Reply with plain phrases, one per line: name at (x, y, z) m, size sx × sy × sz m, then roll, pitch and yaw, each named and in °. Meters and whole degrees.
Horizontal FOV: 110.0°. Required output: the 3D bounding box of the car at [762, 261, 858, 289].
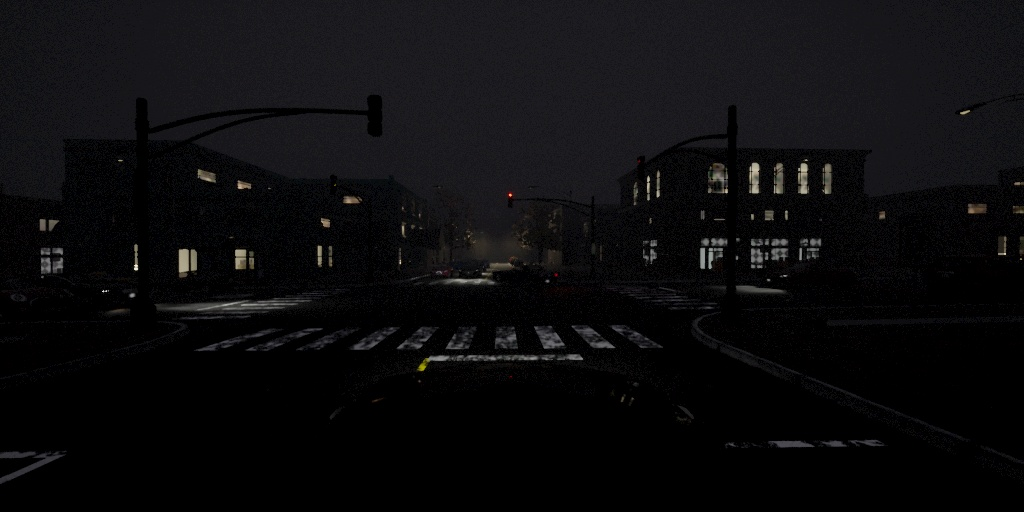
car at (16.614, 1.035, 20.053) m, size 4.674 × 1.442 × 1.812 m, roll -1°, pitch 1°, yaw -2°

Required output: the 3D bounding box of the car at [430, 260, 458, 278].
car at (-6.499, 1.326, 33.614) m, size 1.802 × 1.307 × 4.207 m, roll 0°, pitch 0°, yaw -1°

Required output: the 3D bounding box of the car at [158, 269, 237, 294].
car at (-18.683, 1.474, 21.109) m, size 4.313 × 1.339 × 1.948 m, roll 0°, pitch 0°, yaw -2°

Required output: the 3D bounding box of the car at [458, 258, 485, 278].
car at (-3.928, 1.221, 34.440) m, size 1.882 × 1.535 × 5.008 m, roll 0°, pitch 0°, yaw -2°

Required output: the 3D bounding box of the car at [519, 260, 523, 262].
car at (1.874, 1.269, 33.999) m, size 1.751 × 1.417 × 4.829 m, roll 0°, pitch 0°, yaw -1°

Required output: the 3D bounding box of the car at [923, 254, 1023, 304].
car at (19.639, 0.842, 14.395) m, size 5.009 × 1.841 × 2.192 m, roll 0°, pitch 0°, yaw -3°

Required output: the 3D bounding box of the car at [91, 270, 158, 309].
car at (-18.778, 1.455, 15.303) m, size 4.902 × 1.511 × 2.128 m, roll -1°, pitch 1°, yaw -3°

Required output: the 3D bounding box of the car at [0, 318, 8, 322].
car at (-5.661, 1.295, 1.105) m, size 1.888 × 1.381 × 4.507 m, roll 0°, pitch 0°, yaw -1°

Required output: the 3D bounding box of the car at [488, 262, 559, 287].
car at (0.793, 1.278, 23.802) m, size 1.895 × 1.301 × 4.718 m, roll 0°, pitch -1°, yaw -40°

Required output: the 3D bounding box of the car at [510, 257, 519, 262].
car at (1.164, 1.288, 61.552) m, size 2.007 × 1.370 × 4.403 m, roll 0°, pitch 0°, yaw -1°

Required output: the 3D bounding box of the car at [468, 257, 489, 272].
car at (-4.189, 1.219, 44.478) m, size 1.882 × 1.535 × 5.008 m, roll 0°, pitch 0°, yaw -1°

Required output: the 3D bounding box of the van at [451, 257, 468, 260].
van at (-6.785, 1.082, 44.702) m, size 1.690 × 1.789 × 3.998 m, roll 0°, pitch 0°, yaw -1°

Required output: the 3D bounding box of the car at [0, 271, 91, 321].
car at (-18.349, 1.422, 12.769) m, size 4.097 × 1.591 × 1.967 m, roll 0°, pitch 0°, yaw -3°
